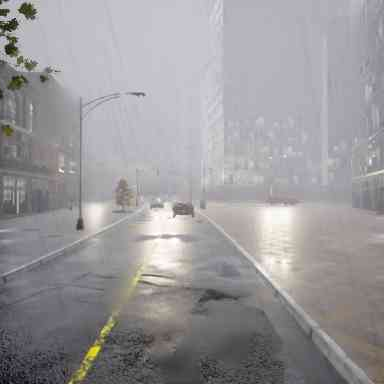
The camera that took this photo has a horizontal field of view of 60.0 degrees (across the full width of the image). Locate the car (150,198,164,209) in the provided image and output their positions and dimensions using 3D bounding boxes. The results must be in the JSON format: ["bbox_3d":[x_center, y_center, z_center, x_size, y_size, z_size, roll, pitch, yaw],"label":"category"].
[{"bbox_3d":[-4.669,1.549,44.835,2.033,1.411,5.357,0,0,-5],"label":"car"}]

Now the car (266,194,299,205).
[{"bbox_3d":[13.940,1.201,51.523,5.009,1.841,2.192,0,-1,15],"label":"car"}]

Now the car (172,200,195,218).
[{"bbox_3d":[-0.820,1.483,30.786,1.882,1.535,5.008,0,0,-3],"label":"car"}]

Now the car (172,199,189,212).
[{"bbox_3d":[-1.504,1.607,40.661,1.895,1.301,4.718,0,0,-4],"label":"car"}]
